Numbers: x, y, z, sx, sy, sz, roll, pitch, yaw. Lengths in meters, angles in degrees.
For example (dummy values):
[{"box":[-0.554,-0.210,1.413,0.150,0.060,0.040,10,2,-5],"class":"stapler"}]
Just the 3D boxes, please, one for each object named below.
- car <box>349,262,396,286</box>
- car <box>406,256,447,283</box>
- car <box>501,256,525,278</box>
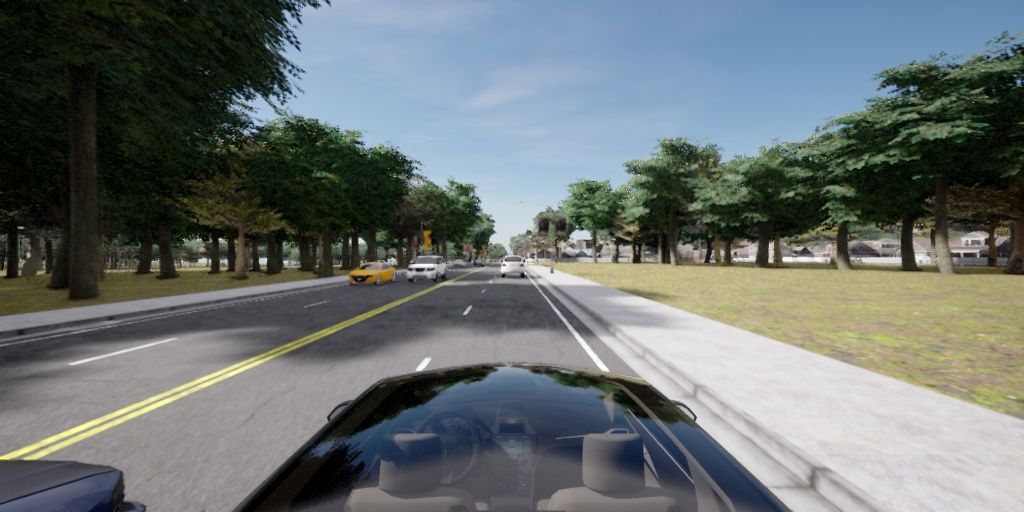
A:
[{"box":[-9.844,1.229,25.638,1.882,1.535,5.008,0,0,0],"class":"car"},{"box":[-6.592,0.978,28.374,2.150,2.045,5.566,0,0,0],"class":"car"},{"box":[0.103,0.984,34.454,2.150,2.045,5.566,0,0,0],"class":"car"}]
